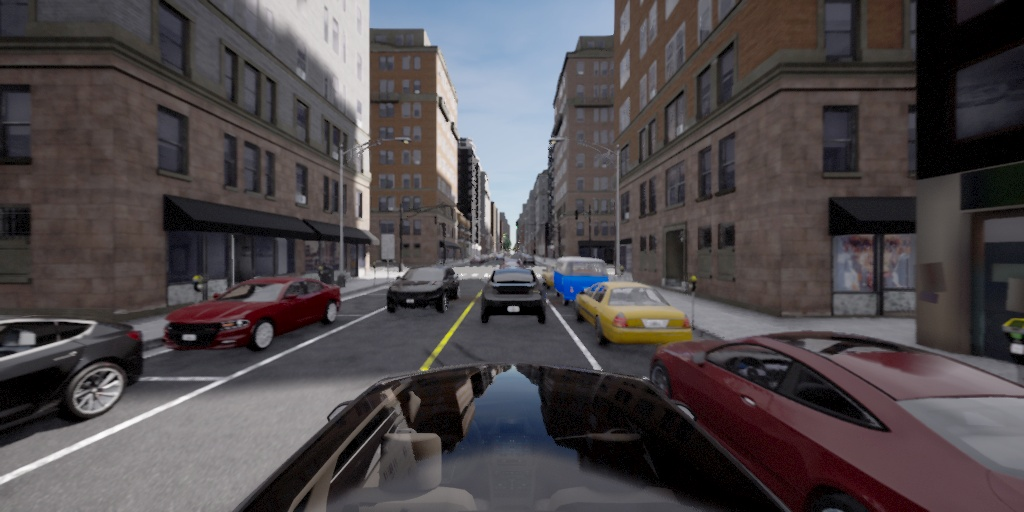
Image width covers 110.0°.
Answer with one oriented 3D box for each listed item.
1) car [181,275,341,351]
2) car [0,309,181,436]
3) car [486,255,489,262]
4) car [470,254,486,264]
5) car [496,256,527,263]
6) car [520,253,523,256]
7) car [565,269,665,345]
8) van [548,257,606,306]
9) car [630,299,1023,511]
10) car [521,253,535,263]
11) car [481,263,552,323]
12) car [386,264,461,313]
[{"bbox_3d":[-5.881,1.208,8.775,1.888,1.381,4.507,0,0,0],"label":"car"},{"bbox_3d":[-5.861,1.299,3.103,1.948,1.339,4.313,0,0,0],"label":"car"},{"bbox_3d":[-5.686,0.546,63.413,1.948,1.339,4.313,0,0,1],"label":"car"},{"bbox_3d":[-5.737,0.632,57.884,1.802,1.307,4.207,0,0,1],"label":"car"},{"bbox_3d":[-0.008,0.962,27.009,1.812,1.442,4.674,0,1,0],"label":"car"},{"bbox_3d":[2.840,0.524,63.339,1.888,1.381,4.507,0,0,1],"label":"car"},{"bbox_3d":[2.644,1.187,8.971,1.751,1.417,4.829,0,0,0],"label":"car"},{"bbox_3d":[2.625,0.932,14.474,1.690,1.789,3.998,0,0,0],"label":"van"},{"bbox_3d":[2.664,1.314,3.128,1.802,1.307,4.207,0,0,0],"label":"car"},{"bbox_3d":[2.789,0.615,57.809,1.948,1.339,4.313,0,0,1],"label":"car"},{"bbox_3d":[0.042,1.128,11.666,1.837,1.490,4.892,0,0,0],"label":"car"},{"bbox_3d":[-3.131,1.081,13.497,1.882,1.535,5.008,0,1,0],"label":"car"}]
